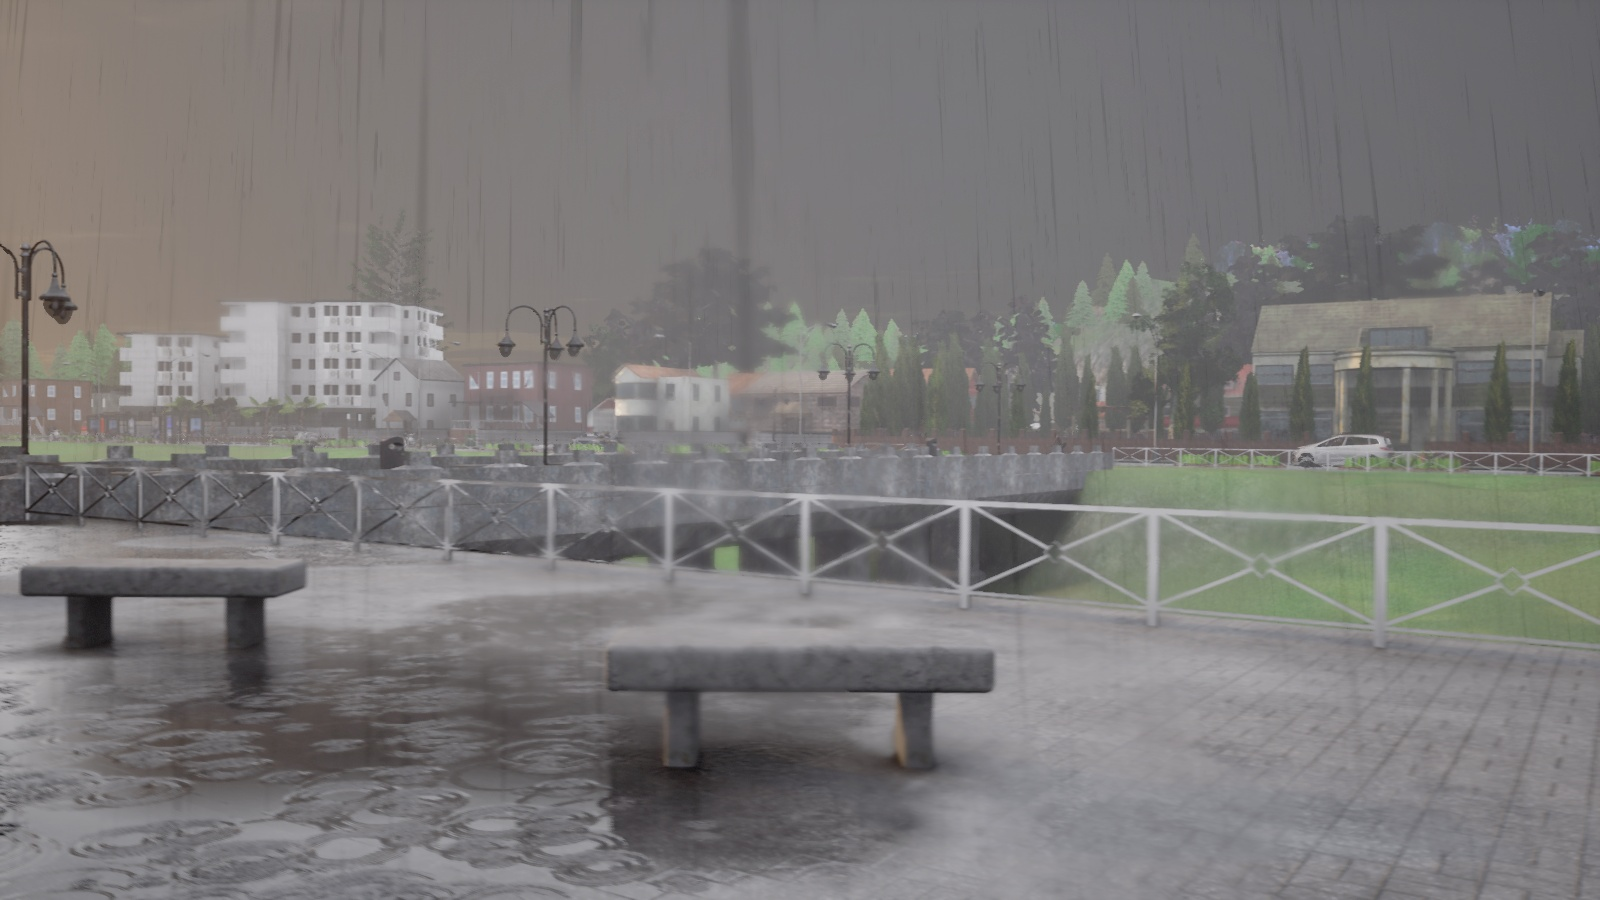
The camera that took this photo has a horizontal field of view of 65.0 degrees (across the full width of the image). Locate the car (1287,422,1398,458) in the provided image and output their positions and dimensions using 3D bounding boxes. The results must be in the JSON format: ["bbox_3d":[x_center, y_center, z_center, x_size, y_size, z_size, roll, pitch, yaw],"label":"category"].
[{"bbox_3d":[26.265,-0.492,60.807,4.611,1.667,2.242,0,1,34],"label":"car"}]

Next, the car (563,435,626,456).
[{"bbox_3d":[-14.398,-0.323,87.838,4.193,1.474,1.816,0,1,34],"label":"car"}]
